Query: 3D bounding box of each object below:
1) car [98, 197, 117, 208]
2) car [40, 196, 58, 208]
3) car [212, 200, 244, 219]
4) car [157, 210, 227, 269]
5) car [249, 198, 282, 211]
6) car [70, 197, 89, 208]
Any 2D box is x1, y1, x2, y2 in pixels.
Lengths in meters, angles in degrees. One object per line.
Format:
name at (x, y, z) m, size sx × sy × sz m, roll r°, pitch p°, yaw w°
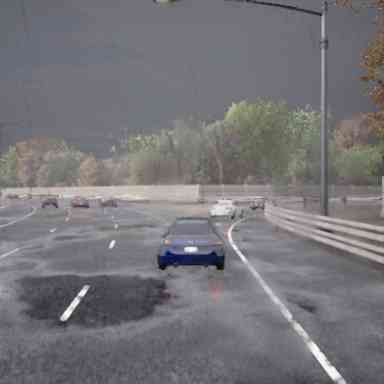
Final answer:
car at (-11.426, 1.333, 44.816) m, size 1.812 × 1.442 × 4.674 m, roll 0°, pitch 0°, yaw -25°
car at (-19.226, 1.319, 44.783) m, size 1.837 × 1.490 × 4.892 m, roll 0°, pitch 0°, yaw -27°
car at (2.932, 1.400, 27.217) m, size 1.812 × 1.442 × 4.674 m, roll 0°, pitch 0°, yaw 21°
car at (0.032, 1.514, 11.012) m, size 1.994 × 1.385 × 4.181 m, roll 0°, pitch 0°, yaw 2°
car at (8.360, 1.372, 37.210) m, size 2.033 × 1.411 × 5.357 m, roll 0°, pitch 0°, yaw 38°
car at (-14.969, 1.378, 44.075) m, size 1.994 × 1.385 × 4.181 m, roll 0°, pitch 0°, yaw -26°
